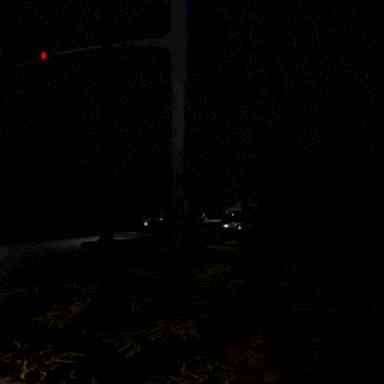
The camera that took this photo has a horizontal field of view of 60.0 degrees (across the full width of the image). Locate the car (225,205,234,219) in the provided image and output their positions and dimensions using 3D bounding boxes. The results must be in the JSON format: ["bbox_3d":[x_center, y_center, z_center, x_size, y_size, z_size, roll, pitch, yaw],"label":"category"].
[{"bbox_3d":[4.570,1.526,28.332,1.812,1.442,4.674,0,0,35],"label":"car"}]

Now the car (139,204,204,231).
[{"bbox_3d":[-1.123,1.492,20.275,2.128,1.511,4.902,0,0,35],"label":"car"}]
